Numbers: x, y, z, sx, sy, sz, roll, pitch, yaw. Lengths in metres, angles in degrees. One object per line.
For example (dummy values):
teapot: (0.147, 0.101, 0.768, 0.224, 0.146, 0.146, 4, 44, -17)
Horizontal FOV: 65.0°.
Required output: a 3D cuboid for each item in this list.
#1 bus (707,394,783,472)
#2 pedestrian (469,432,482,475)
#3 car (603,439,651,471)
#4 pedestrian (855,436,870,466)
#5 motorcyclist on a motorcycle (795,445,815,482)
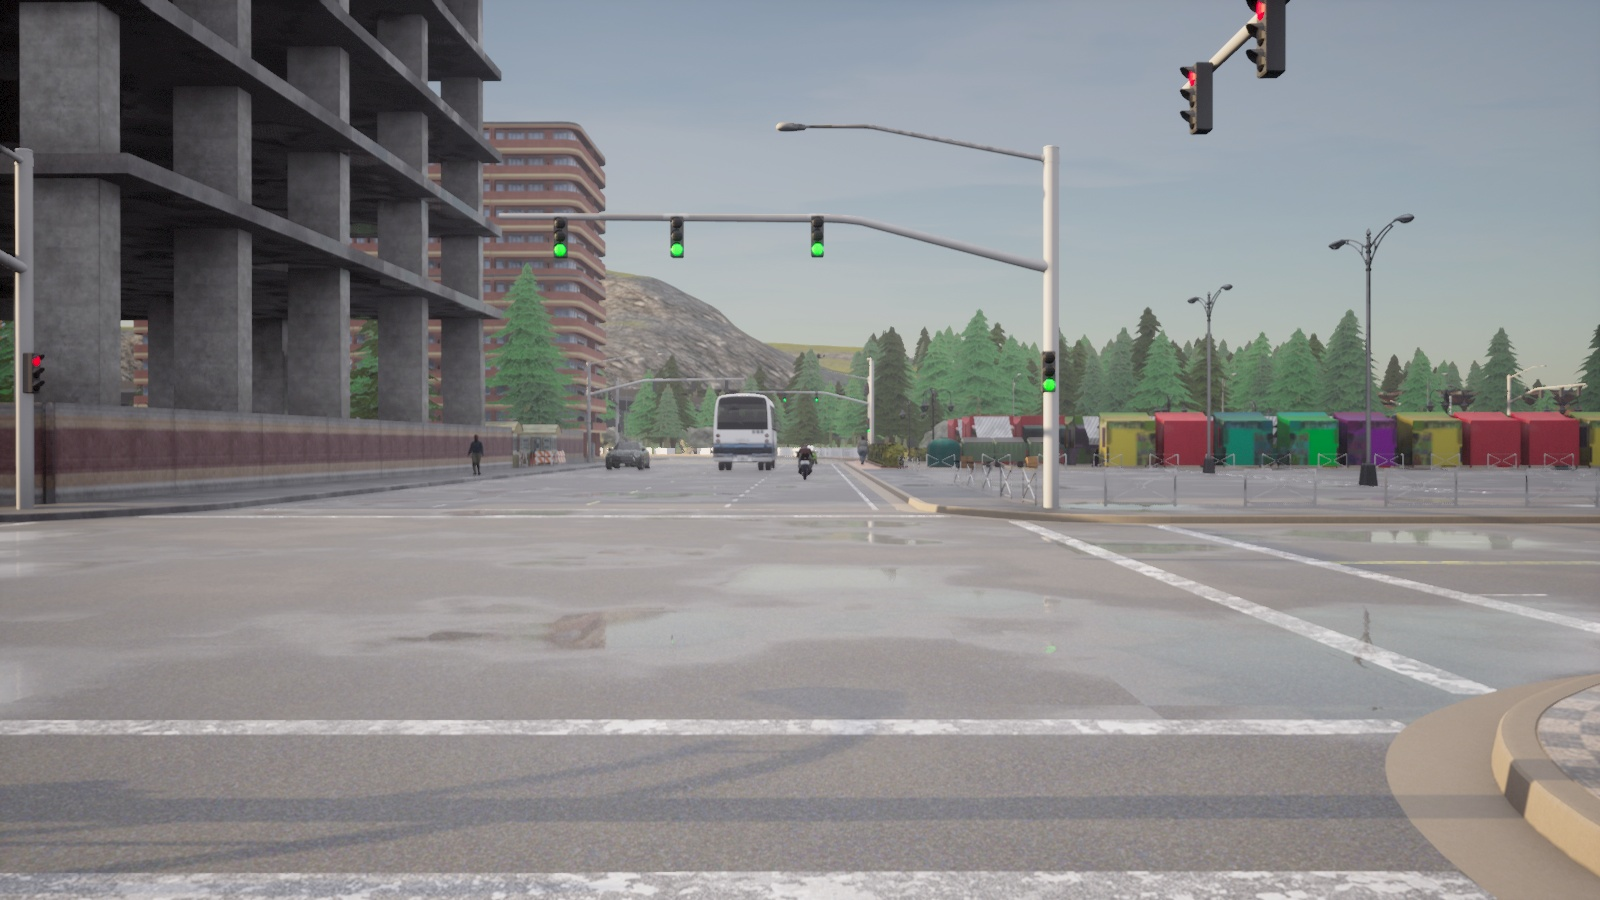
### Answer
bus: (-3.077, -0.956, 73.977, 3.944, 4.253, 10.273, 0, 0, 1)
pedestrian: (-13.788, 0.156, 53.430, 0.370, 1.835, 0.726, 0, 0, -1)
car: (-10.083, 0.275, 73.483, 2.097, 1.767, 4.553, 0, 0, 1)
pedestrian: (3.910, 0.062, 78.121, 0.874, 1.855, 0.900, 0, 0, 5)
motorcyclist on a motorcycle: (0.221, 0.548, 53.442, 0.866, 1.530, 2.191, 0, 0, 1)
